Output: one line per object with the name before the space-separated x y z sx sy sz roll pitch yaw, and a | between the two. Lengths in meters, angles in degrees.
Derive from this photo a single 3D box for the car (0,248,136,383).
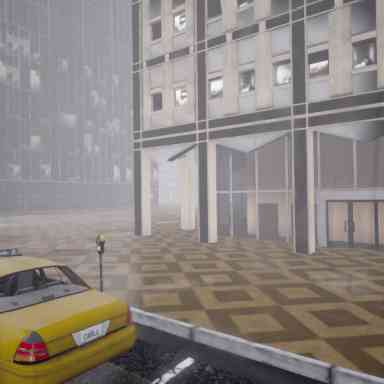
car | -2.988 1.528 5.021 4.829 1.417 1.752 0 -1 36
